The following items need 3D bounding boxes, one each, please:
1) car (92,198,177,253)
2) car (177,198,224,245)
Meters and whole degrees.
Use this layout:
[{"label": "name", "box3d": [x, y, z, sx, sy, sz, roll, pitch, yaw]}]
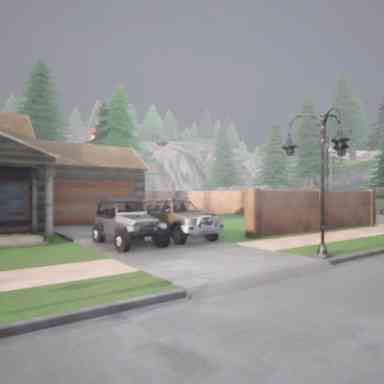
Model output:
[{"label": "car", "box3d": [-2.520, 1.179, 13.050, 1.905, 1.878, 3.866, 0, 0, -36]}, {"label": "car", "box3d": [-0.702, 1.178, 14.830, 1.932, 1.855, 4.605, 0, 0, -36]}]
